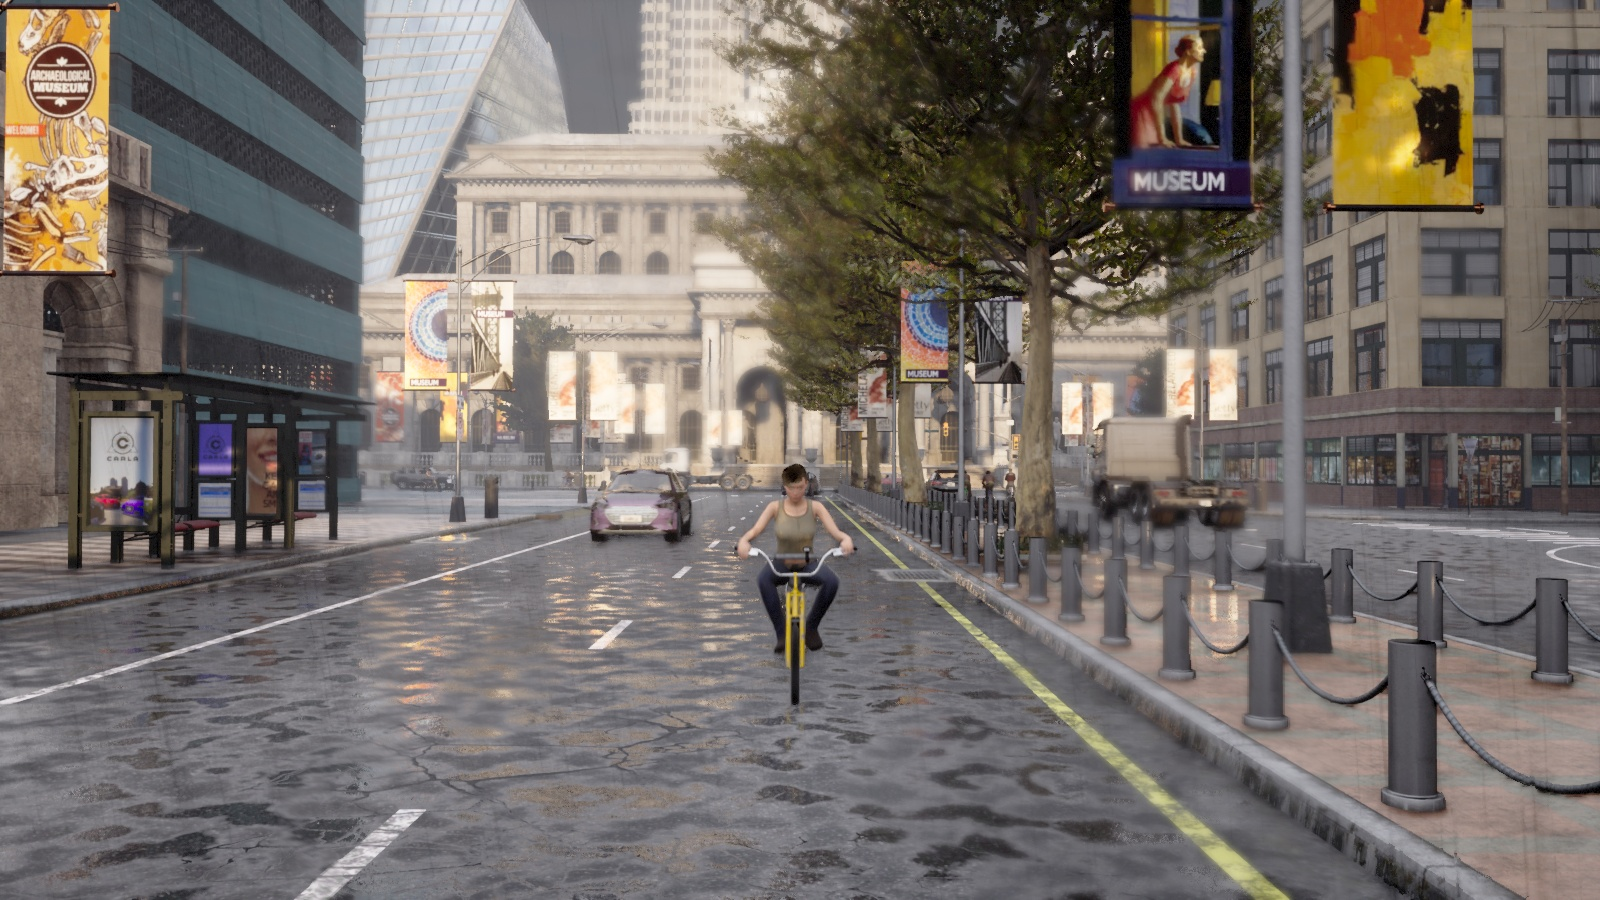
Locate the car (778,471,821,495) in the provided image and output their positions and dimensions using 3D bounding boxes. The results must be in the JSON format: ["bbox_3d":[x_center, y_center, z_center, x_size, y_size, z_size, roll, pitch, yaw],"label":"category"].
[{"bbox_3d":[0.028,2.138,82.209,2.007,1.525,4.514,0,-1,11],"label":"car"}]

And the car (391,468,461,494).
[{"bbox_3d":[-27.836,2.310,93.554,4.605,1.855,1.932,0,-1,0],"label":"car"}]

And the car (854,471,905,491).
[{"bbox_3d":[6.146,2.380,97.002,3.806,1.475,1.970,0,-1,0],"label":"car"}]

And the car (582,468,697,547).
[{"bbox_3d":[-3.568,1.242,28.863,2.033,1.649,4.856,0,-1,0],"label":"car"}]

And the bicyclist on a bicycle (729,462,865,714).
[{"bbox_3d":[-0.026,0.899,8.835,0.866,1.612,1.509,0,-1,0],"label":"bicyclist on a bicycle"}]

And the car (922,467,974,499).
[{"bbox_3d":[7.840,1.751,67.067,2.242,1.667,4.611,0,-1,0],"label":"car"}]

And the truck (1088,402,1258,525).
[{"bbox_3d":[11.404,0.445,39.303,2.891,3.462,7.936,0,-1,0],"label":"truck"}]
